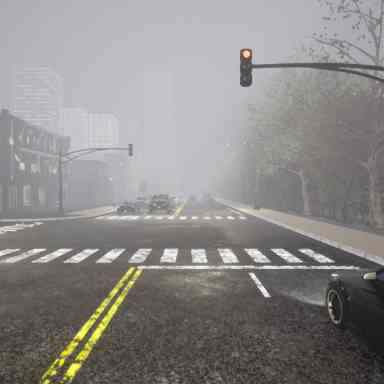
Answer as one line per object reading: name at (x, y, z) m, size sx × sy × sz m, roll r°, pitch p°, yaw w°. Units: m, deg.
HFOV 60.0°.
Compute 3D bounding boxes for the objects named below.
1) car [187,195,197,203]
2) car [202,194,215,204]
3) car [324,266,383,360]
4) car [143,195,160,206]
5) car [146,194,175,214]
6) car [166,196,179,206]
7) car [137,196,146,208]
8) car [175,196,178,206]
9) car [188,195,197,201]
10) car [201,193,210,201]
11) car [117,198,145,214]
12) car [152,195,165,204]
car at (0.026, 1.467, 66.482) m, size 2.128 × 1.511 × 4.902 m, roll 0°, pitch 0°, yaw 0°
car at (3.379, 1.578, 63.758) m, size 1.895 × 1.301 × 4.718 m, roll 0°, pitch 0°, yaw 0°
car at (3.350, 1.563, 4.279) m, size 1.994 × 1.385 × 4.181 m, roll 0°, pitch 0°, yaw 0°
car at (-6.562, 1.333, 54.514) m, size 2.097 × 1.767 × 4.553 m, roll 0°, pitch 0°, yaw 0°
car at (-3.324, 1.211, 36.290) m, size 2.150 × 2.045 × 5.566 m, roll 0°, pitch 0°, yaw 0°
car at (-3.311, 1.458, 56.524) m, size 1.882 × 1.535 × 5.008 m, roll 0°, pitch 0°, yaw 0°
car at (-6.571, 1.338, 44.249) m, size 2.097 × 1.767 × 4.553 m, roll 0°, pitch 0°, yaw 0°
car at (-3.318, 1.511, 46.280) m, size 1.812 × 1.442 × 4.674 m, roll 0°, pitch 0°, yaw 0°
car at (0.031, 1.342, 76.901) m, size 2.033 × 1.411 × 5.357 m, roll 0°, pitch 0°, yaw 0°
car at (3.283, 1.195, 76.898) m, size 2.150 × 2.045 × 5.566 m, roll 0°, pitch 0°, yaw 0°
car at (-6.592, 1.590, 35.338) m, size 1.895 × 1.301 × 4.718 m, roll 0°, pitch 0°, yaw 1°
car at (-6.517, 1.454, 64.674) m, size 1.882 × 1.535 × 5.008 m, roll 0°, pitch 0°, yaw 1°
